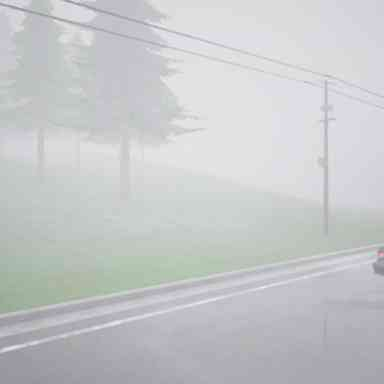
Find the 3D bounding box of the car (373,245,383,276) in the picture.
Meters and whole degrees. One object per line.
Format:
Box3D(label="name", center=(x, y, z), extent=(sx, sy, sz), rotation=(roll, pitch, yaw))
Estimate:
Box3D(label="car", center=(6.855, 1.548, 8.706), extent=(5.357, 1.411, 2.033), rotation=(0, 0, -35))
